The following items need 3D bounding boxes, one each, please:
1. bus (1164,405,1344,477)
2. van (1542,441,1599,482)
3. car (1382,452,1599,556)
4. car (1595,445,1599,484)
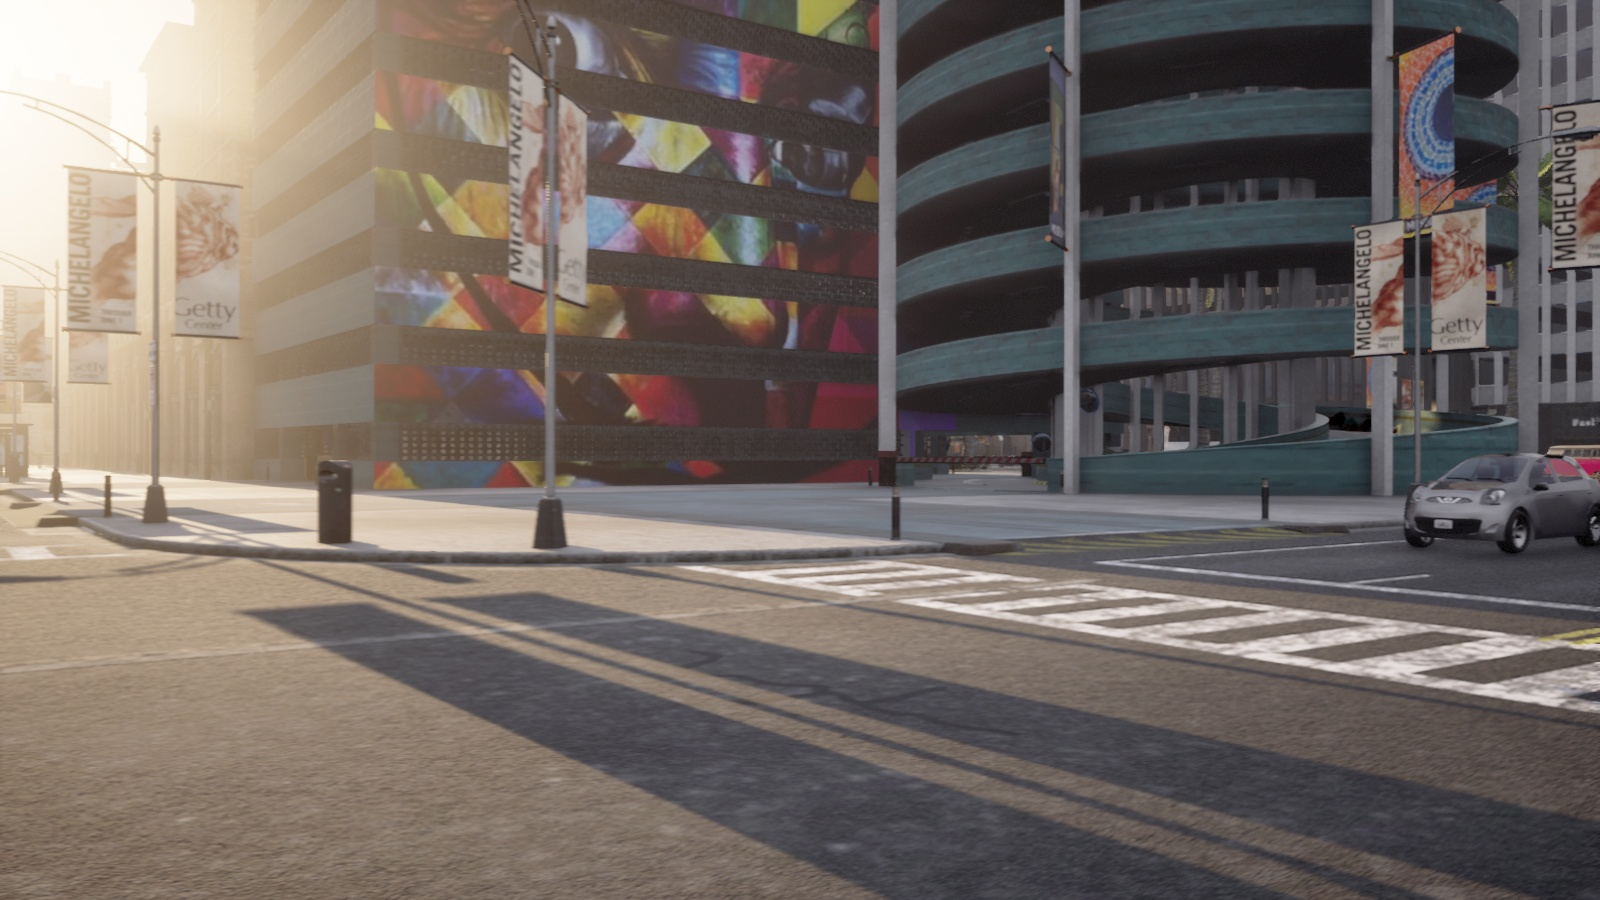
[{"bbox_3d":[28.350,-0.502,79.045,3.944,4.253,10.273,0,0,-35],"label":"bus"},{"bbox_3d":[39.785,0.565,63.033,1.775,1.987,4.442,0,0,-13],"label":"van"},{"bbox_3d":[11.129,0.783,19.935,3.633,1.501,1.845,0,0,-35],"label":"car"},{"bbox_3d":[36.939,0.656,54.428,2.097,1.767,4.553,0,0,0],"label":"car"}]
